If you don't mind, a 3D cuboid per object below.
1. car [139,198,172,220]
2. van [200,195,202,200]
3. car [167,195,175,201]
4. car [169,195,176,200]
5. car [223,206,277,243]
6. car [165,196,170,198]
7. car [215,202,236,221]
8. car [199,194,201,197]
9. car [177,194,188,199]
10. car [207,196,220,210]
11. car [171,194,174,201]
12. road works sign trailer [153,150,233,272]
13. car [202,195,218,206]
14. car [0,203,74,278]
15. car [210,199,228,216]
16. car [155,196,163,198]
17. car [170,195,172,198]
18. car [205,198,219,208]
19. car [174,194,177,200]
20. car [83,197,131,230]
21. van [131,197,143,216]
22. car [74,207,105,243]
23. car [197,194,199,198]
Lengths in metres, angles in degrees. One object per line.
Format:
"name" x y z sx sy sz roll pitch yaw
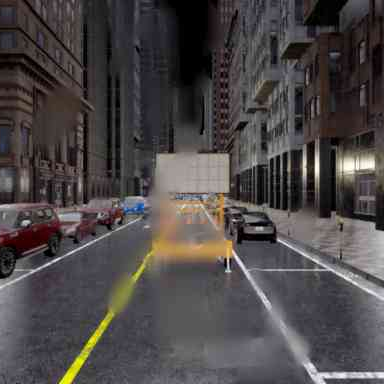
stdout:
"car" -3.031 1.511 28.269 1.837 1.490 4.892 0 0 0
"van" 2.915 1.370 60.685 1.690 1.788 3.998 0 0 0
"car" -5.542 1.581 88.528 1.752 1.417 4.829 0 0 0
"car" -5.527 1.606 94.300 1.887 1.381 4.507 0 0 0
"car" 2.803 1.568 15.868 1.947 1.339 4.313 0 0 0
"car" -5.611 1.470 60.691 1.967 1.590 4.097 0 0 0
"car" 2.817 1.570 21.470 1.947 1.339 4.313 0 0 0
"car" 2.942 1.621 71.889 1.802 1.307 4.206 0 0 0
"car" -2.776 1.390 90.734 1.882 1.535 5.008 0 0 0
"car" 2.845 1.449 32.675 1.967 1.590 4.097 0 0 0
"car" -5.583 1.605 71.894 1.947 1.339 4.313 0 0 0
"road works sign trailer" 0.025 0.465 10.726 2.380 3.560 2.880 0 0 0
"car" 2.873 1.331 43.878 2.192 1.841 5.009 0 0 0
"car" -5.735 1.316 10.275 2.192 1.841 5.009 0 0 0
"car" 2.831 1.557 27.072 2.008 1.369 4.403 0 0 0
"car" -5.639 1.461 49.487 1.967 1.590 4.097 0 0 0
"car" -5.597 1.616 66.291 1.802 1.307 4.206 0 0 0
"car" 2.886 1.602 49.481 1.802 1.307 4.206 0 0 0
"car" -5.555 1.601 83.097 2.008 1.369 4.403 0 0 0
"car" -5.707 1.319 21.479 2.192 1.841 5.009 0 0 0
"van" -5.680 1.350 32.681 1.690 1.788 3.998 0 0 0
"car" -5.722 1.584 15.876 1.802 1.307 4.206 0 0 0
"car" 2.998 1.606 94.297 1.887 1.381 4.507 0 0 0
